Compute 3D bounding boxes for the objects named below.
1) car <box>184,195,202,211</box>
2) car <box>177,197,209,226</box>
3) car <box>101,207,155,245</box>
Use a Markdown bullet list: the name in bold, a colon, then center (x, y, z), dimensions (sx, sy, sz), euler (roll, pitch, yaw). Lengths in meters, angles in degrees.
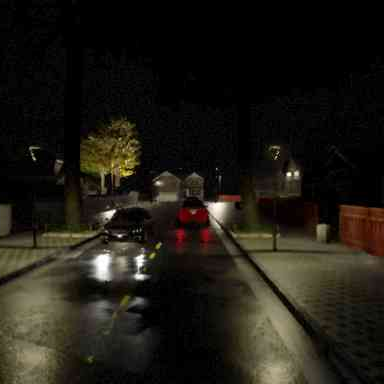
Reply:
- **car**: center (0.077, 1.327, 40.518), dimensions (2.097, 1.767, 4.553), euler (0, 0, 0)
- **car**: center (0.086, 1.340, 23.456), dimensions (2.097, 1.767, 4.553), euler (0, 0, 0)
- **car**: center (-2.860, 1.497, 15.589), dimensions (1.837, 1.490, 4.892), euler (0, 0, 0)
